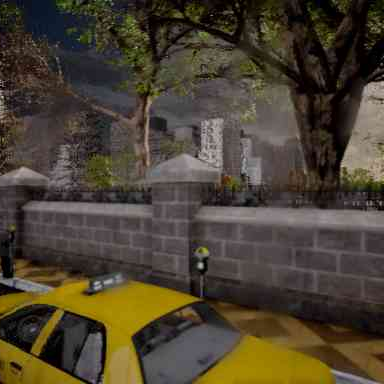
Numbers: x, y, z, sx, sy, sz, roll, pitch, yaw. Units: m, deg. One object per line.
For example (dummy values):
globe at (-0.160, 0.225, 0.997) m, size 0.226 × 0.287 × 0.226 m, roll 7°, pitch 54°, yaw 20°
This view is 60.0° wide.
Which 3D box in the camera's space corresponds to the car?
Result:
car at (-1.073, 1.527, 3.482) m, size 4.829 × 1.417 × 1.752 m, roll 0°, pitch 0°, yaw 35°
